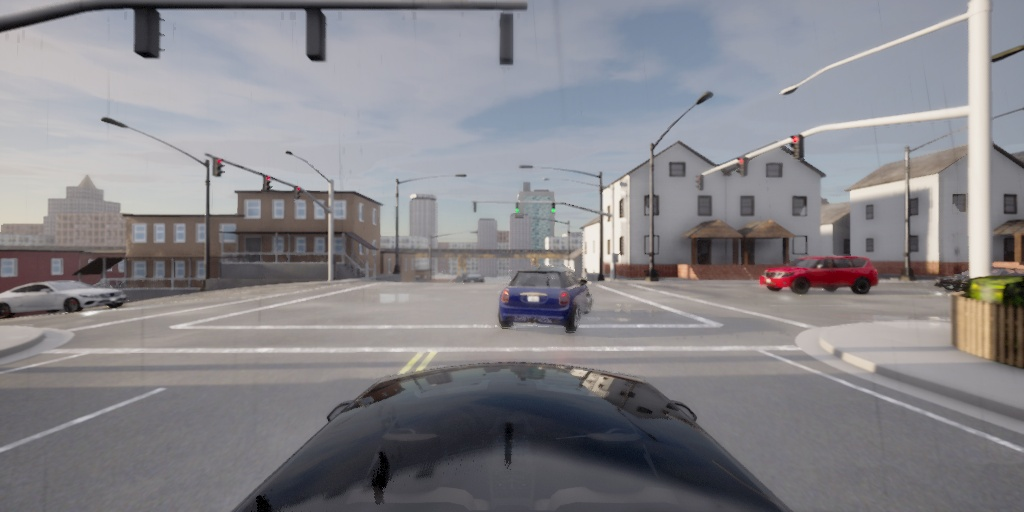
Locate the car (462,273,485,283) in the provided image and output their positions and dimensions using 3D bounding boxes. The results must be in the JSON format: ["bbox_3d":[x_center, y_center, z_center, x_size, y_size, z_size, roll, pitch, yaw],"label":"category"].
[{"bbox_3d":[-3.628,2.423,35.397,1.812,1.442,4.674,0,-9,0],"label":"car"}]

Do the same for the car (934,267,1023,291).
[{"bbox_3d":[27.349,1.358,20.231,5.357,1.411,2.033,0,0,-1],"label":"car"}]

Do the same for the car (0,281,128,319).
[{"bbox_3d":[-20.017,1.816,15.868,4.674,1.442,1.812,-4,0,-1],"label":"car"}]

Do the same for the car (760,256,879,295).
[{"bbox_3d":[17.107,1.032,20.092,5.566,2.045,2.150,0,0,-1],"label":"car"}]

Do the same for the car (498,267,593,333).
[{"bbox_3d":[1.212,1.119,11.243,2.097,1.767,4.553,0,0,18],"label":"car"}]
